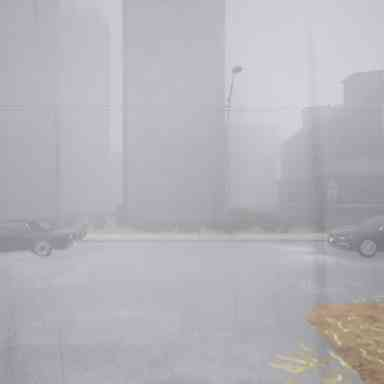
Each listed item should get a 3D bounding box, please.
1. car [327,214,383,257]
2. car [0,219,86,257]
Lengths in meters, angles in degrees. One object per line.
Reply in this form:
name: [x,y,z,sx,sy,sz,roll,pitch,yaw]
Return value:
car: [7.716,1.585,12.669,4.892,1.490,1.837,0,0,0]
car: [-6.657,1.681,12.658,4.718,1.301,1.895,0,0,0]
